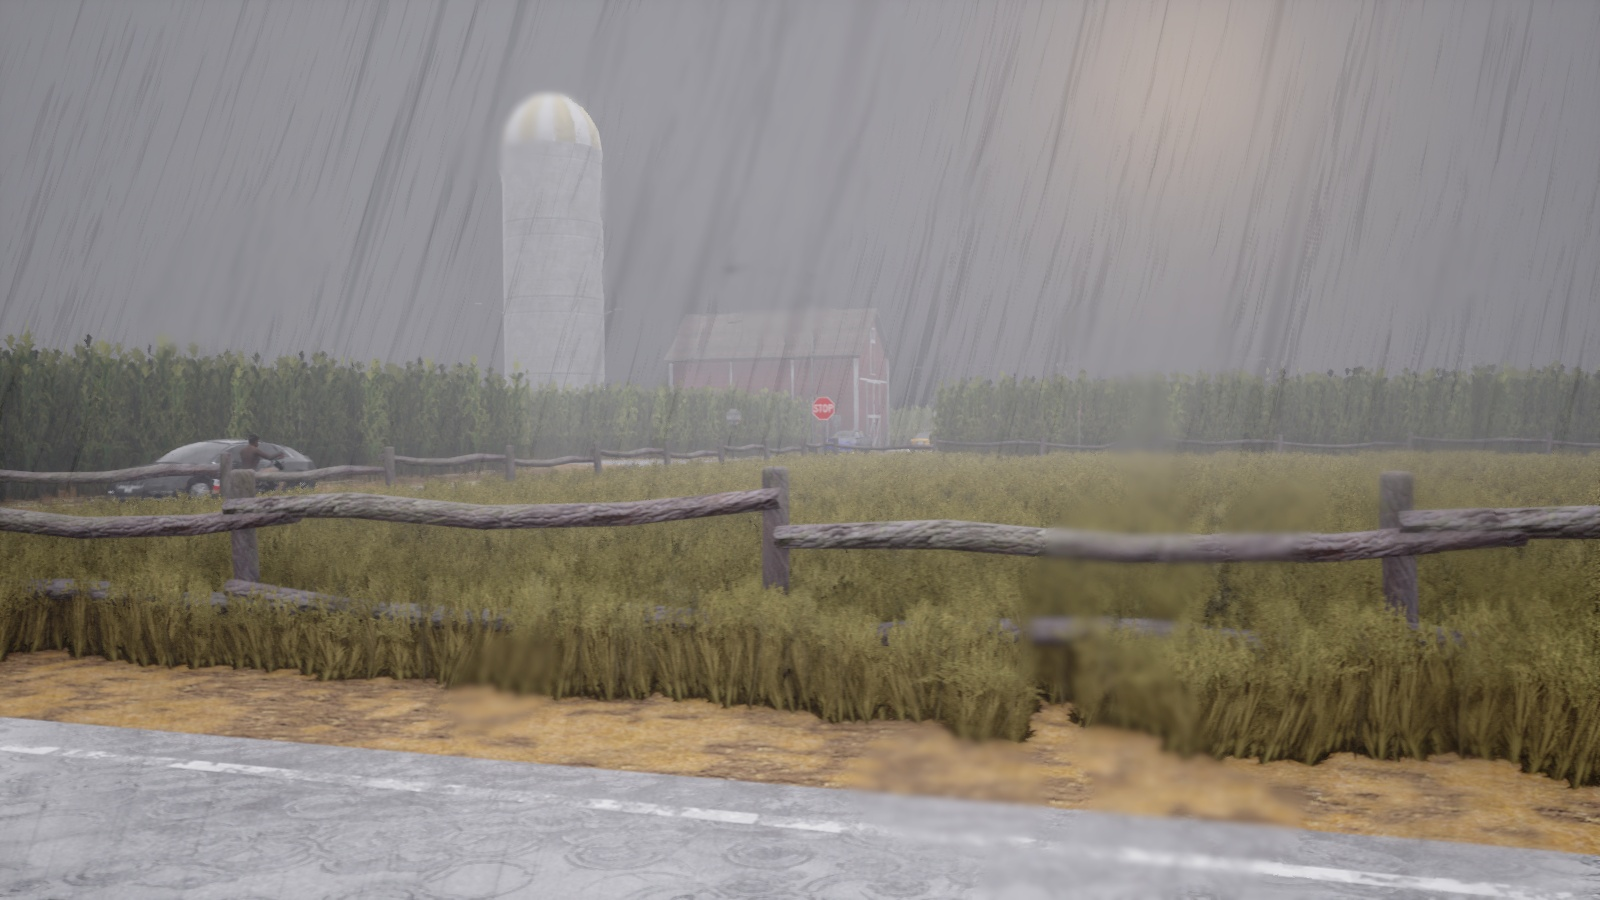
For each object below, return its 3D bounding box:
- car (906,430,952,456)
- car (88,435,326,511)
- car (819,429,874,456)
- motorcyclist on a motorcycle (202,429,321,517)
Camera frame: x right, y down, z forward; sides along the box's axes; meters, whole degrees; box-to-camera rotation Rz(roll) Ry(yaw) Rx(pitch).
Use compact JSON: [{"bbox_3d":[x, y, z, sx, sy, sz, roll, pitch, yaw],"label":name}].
[{"bbox_3d":[8.312,-0.457,80.566,1.801,1.575,5.366,0,0,19],"label":"car"},{"bbox_3d":[-12.864,0.431,27.642,1.837,1.490,4.892,0,1,19],"label":"car"},{"bbox_3d":[2.781,-0.434,73.889,2.007,1.525,4.514,0,0,19],"label":"car"},{"bbox_3d":[-10.567,0.420,24.760,0.766,1.649,2.350,0,1,19],"label":"motorcyclist on a motorcycle"}]
